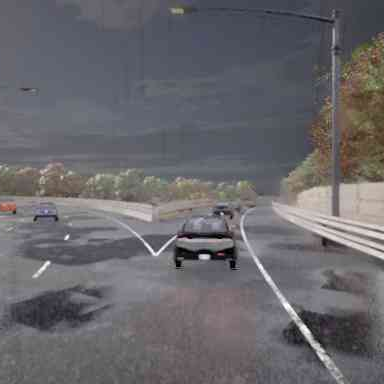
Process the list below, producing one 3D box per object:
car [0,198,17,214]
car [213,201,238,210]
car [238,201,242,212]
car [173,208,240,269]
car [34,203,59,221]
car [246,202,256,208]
[{"bbox_3d":[-20.382,1.401,36.331,2.097,1.767,4.553,0,0,-29],"label":"car"},{"bbox_3d":[2.957,1.602,30.684,1.837,1.490,4.892,0,0,10],"label":"car"},{"bbox_3d":[4.941,1.731,39.724,1.895,1.301,4.718,0,0,13],"label":"car"},{"bbox_3d":[0.499,1.525,11.262,2.128,1.511,4.902,0,0,4],"label":"car"},{"bbox_3d":[-12.296,1.595,28.082,2.033,1.411,5.357,0,0,-24],"label":"car"},{"bbox_3d":[13.439,3.026,75.706,1.882,1.535,5.008,0,-4,15],"label":"car"}]
